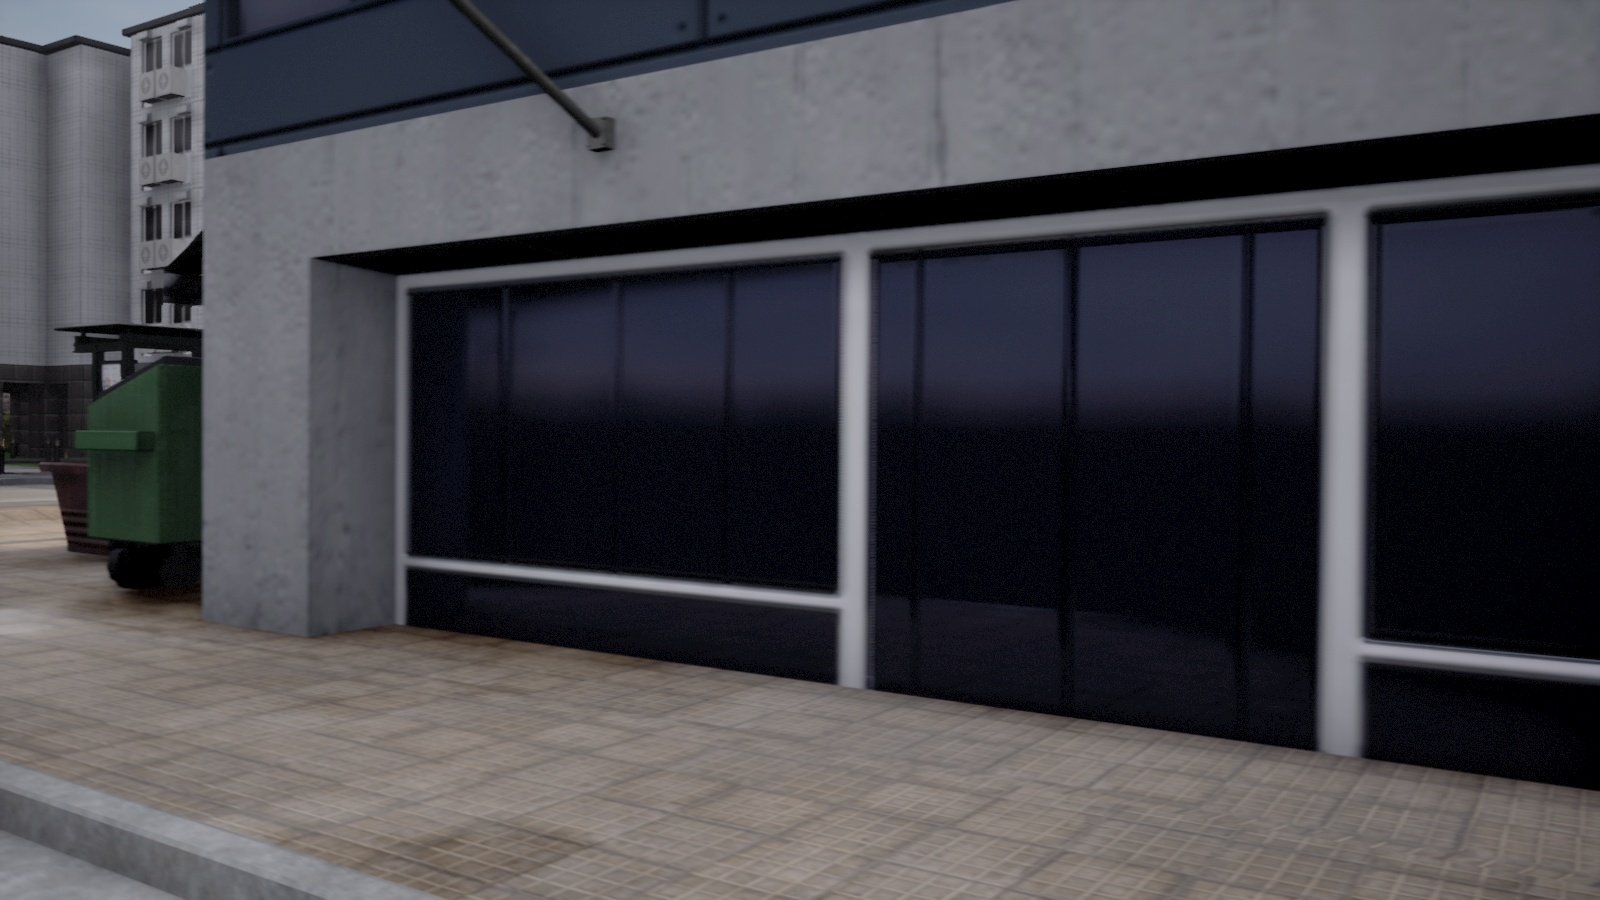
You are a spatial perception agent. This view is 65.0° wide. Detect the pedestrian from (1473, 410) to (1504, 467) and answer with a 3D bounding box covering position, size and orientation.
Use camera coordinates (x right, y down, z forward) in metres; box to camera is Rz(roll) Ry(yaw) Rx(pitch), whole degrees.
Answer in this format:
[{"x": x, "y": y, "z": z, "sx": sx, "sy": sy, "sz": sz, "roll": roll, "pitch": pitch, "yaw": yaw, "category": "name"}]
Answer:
[{"x": 23.040, "y": -0.390, "z": 42.009, "sx": 0.849, "sy": 1.883, "sz": 0.563, "roll": 0, "pitch": 1, "yaw": 34, "category": "pedestrian"}]
